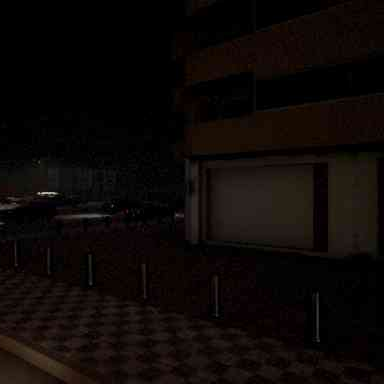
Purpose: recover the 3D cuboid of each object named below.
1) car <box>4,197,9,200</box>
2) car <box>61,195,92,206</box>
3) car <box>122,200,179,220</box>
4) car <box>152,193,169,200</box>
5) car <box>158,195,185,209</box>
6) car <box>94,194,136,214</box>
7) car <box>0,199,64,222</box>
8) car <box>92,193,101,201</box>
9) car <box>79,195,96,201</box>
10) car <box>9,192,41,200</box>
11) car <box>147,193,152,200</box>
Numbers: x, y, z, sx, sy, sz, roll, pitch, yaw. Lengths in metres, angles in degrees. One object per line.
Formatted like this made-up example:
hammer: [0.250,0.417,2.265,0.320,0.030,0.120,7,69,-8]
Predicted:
car: [-36.365,1.410,69.612,1.784,1.438,3.905,0,0,35]
car: [-20.192,1.444,58.200,1.970,1.475,3.806,0,0,35]
car: [-3.539,1.653,29.174,1.895,1.301,4.718,0,0,35]
car: [-5.563,1.203,69.179,1.932,1.855,4.605,0,0,35]
car: [-1.748,1.543,44.225,2.128,1.511,4.902,0,0,35]
car: [-7.743,1.404,35.712,2.097,1.767,4.553,0,0,35]
car: [-13.421,1.577,27.596,1.812,1.442,4.674,0,0,35]
car: [-23.935,1.202,82.200,1.905,1.878,3.866,0,0,35]
car: [-26.292,1.441,83.882,1.970,1.475,3.806,0,0,35]
car: [-34.038,1.200,67.887,1.932,1.855,4.605,0,0,35]
car: [-7.894,1.205,70.896,1.905,1.878,3.866,0,0,35]
